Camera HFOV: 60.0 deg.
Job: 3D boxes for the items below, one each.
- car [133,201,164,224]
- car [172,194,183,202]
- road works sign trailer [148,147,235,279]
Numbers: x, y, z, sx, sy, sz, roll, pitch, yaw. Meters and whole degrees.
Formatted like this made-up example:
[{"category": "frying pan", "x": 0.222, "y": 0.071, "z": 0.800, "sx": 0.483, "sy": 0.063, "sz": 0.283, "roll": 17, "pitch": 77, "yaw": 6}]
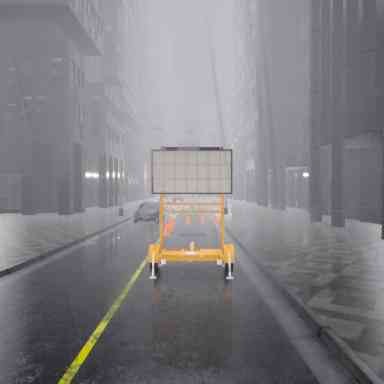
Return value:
[{"category": "car", "x": -3.113, "y": 1.485, "z": 24.577, "sx": 1.837, "sy": 1.490, "sz": 4.892, "roll": 0, "pitch": 0, "yaw": 0}, {"category": "car", "x": -3.033, "y": 1.106, "z": 72.211, "sx": 2.150, "sy": 2.045, "sz": 5.566, "roll": 0, "pitch": 0, "yaw": 0}, {"category": "road works sign trailer", "x": 0.003, "y": 0.459, "z": 10.014, "sx": 2.380, "sy": 3.560, "sz": 2.880, "roll": 0, "pitch": 0, "yaw": 1}]
